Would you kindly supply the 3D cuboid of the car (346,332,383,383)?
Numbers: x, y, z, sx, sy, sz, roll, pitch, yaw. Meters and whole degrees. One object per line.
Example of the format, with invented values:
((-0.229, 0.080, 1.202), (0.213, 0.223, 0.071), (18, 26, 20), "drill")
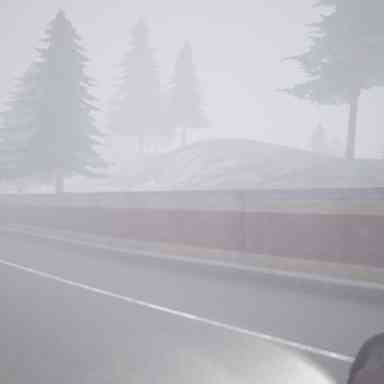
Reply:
((3.074, 1.551, 1.866), (4.181, 1.385, 1.994), (-1, 0, 35), "car")
